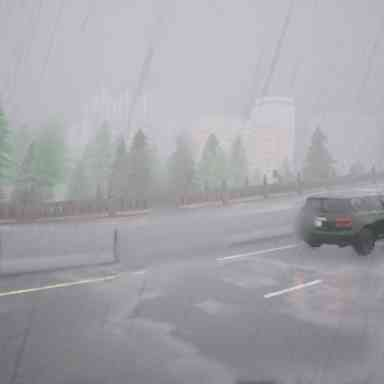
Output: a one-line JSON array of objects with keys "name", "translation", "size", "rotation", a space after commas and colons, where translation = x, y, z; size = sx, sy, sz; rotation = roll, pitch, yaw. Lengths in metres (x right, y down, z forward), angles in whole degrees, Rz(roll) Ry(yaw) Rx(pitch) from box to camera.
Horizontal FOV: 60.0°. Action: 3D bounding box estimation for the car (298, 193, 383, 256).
[{"name": "car", "translation": [6.413, 1.018, 12.681], "size": [5.566, 2.045, 2.150], "rotation": [-3, 2, -35]}]
